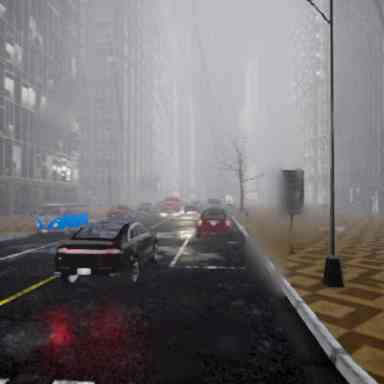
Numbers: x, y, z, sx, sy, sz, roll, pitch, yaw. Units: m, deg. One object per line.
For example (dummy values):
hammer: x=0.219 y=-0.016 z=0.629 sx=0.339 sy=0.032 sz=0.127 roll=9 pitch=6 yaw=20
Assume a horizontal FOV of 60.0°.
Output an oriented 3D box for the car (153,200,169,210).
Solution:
car: x=-4.881 y=2.053 z=53.123 sx=1.947 sy=1.339 sz=4.313 roll=1 pitch=-1 yaw=4

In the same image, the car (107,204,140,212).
car: x=-6.481 y=1.809 z=30.426 sx=1.887 sy=1.381 sz=4.507 roll=1 pitch=-1 yaw=4

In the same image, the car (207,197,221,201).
car: x=3.083 y=1.761 z=46.845 sx=2.192 sy=1.841 sz=5.009 roll=1 pitch=-1 yaw=4

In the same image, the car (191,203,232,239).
car: x=1.214 y=1.609 z=18.463 sx=1.967 sy=1.590 sz=4.097 roll=1 pitch=-1 yaw=4

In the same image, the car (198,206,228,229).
car: x=1.555 y=1.790 z=24.140 sx=1.947 sy=1.339 sz=4.313 roll=1 pitch=-1 yaw=4

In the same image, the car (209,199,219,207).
car: x=4.286 y=2.140 z=64.037 sx=1.752 sy=1.417 sz=4.829 roll=1 pitch=-1 yaw=4

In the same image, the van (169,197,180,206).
van: x=-3.685 y=1.996 z=70.150 sx=1.690 sy=1.788 sz=3.998 roll=1 pitch=-1 yaw=4

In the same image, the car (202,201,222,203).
car: x=2.284 y=1.917 z=35.493 sx=1.802 sy=1.307 sz=4.206 roll=1 pitch=-1 yaw=4

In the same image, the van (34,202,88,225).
van: x=-7.386 y=1.495 z=19.087 sx=1.690 sy=1.788 sz=3.998 roll=1 pitch=-1 yaw=4

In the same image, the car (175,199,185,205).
car: x=-2.892 y=2.333 z=81.498 sx=1.947 sy=1.339 sz=4.313 roll=1 pitch=-1 yaw=4

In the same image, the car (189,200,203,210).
car: x=0.703 y=1.961 z=51.310 sx=1.882 sy=1.535 sz=5.008 roll=0 pitch=-1 yaw=4

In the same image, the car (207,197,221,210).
car: x=3.481 y=1.817 z=52.519 sx=2.192 sy=1.841 sz=5.009 roll=1 pitch=-1 yaw=4

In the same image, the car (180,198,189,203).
car: x=-2.096 y=2.431 z=92.848 sx=2.008 sy=1.369 sz=4.403 roll=1 pitch=-1 yaw=4

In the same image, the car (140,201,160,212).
car: x=-5.677 y=1.942 z=41.773 sx=1.947 sy=1.339 sz=4.313 roll=1 pitch=-1 yaw=4

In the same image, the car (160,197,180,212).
car: x=-2.754 y=1.636 z=45.068 sx=2.150 sy=2.045 sz=5.566 roll=0 pitch=-1 yaw=4

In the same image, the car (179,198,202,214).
car: x=0.035 y=1.875 z=41.140 sx=2.128 sy=1.511 sz=4.902 roll=0 pitch=-1 yaw=4

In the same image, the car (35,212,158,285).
car: x=-2.221 y=1.569 z=9.771 sx=2.128 sy=1.511 sz=4.902 roll=0 pitch=-1 yaw=4

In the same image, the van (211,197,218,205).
van: x=5.072 y=2.066 z=75.219 sx=1.690 sy=1.788 sz=3.998 roll=1 pitch=-1 yaw=4
